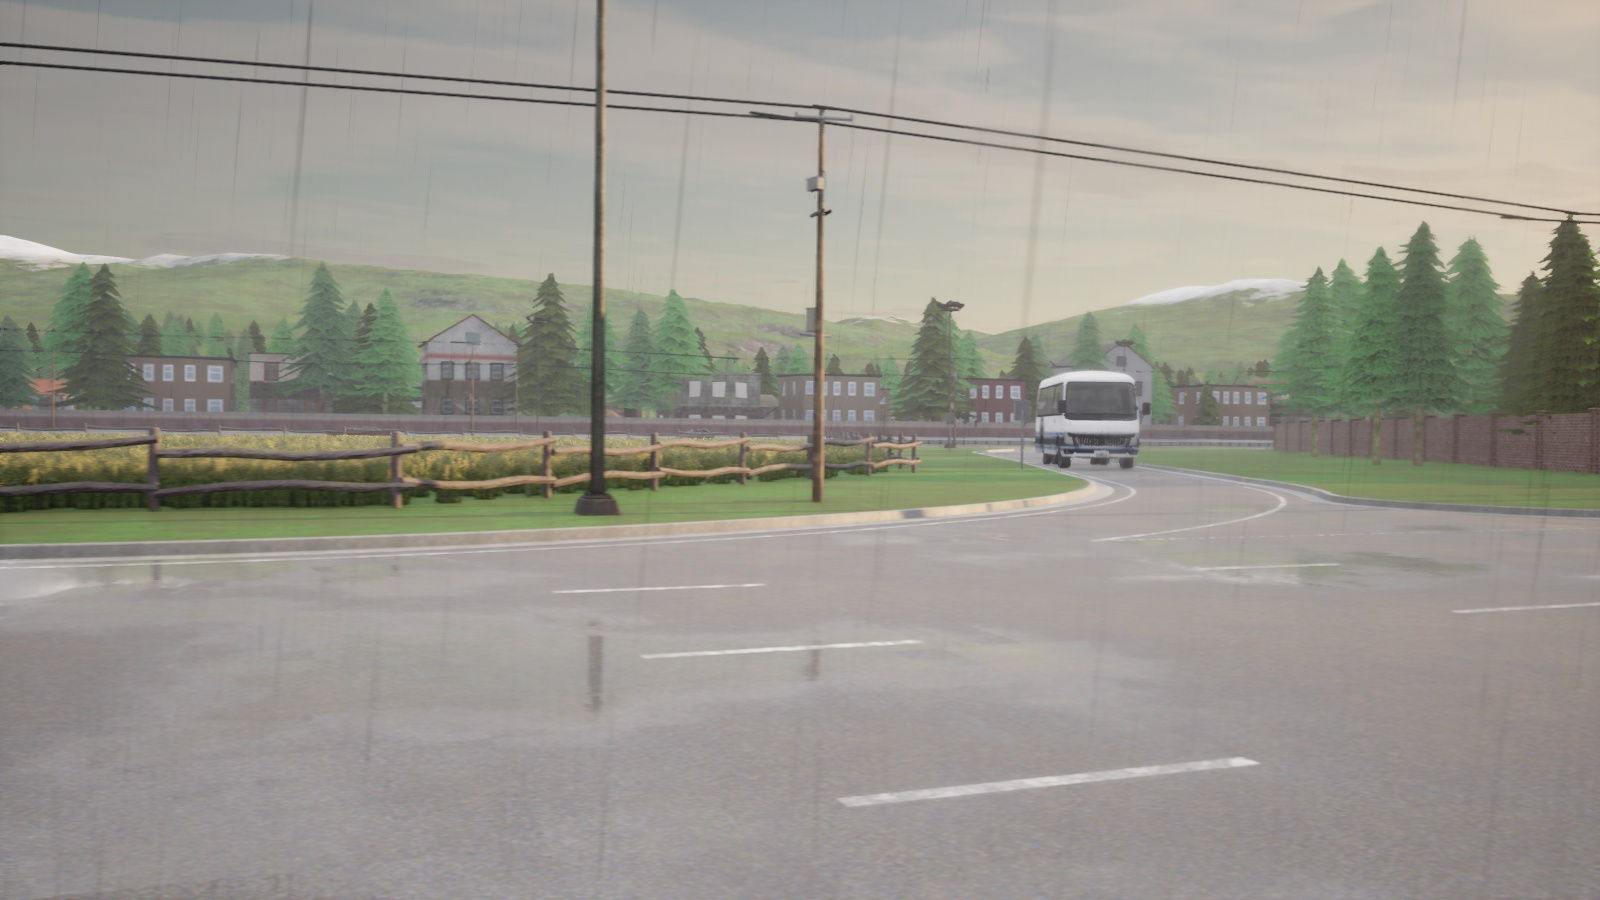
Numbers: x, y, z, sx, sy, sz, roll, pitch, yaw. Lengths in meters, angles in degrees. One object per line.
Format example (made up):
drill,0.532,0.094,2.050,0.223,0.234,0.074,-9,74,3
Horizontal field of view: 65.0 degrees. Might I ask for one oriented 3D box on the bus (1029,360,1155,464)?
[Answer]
bus,12.923,-1.641,56.703,3.944,4.253,10.273,0,1,4
